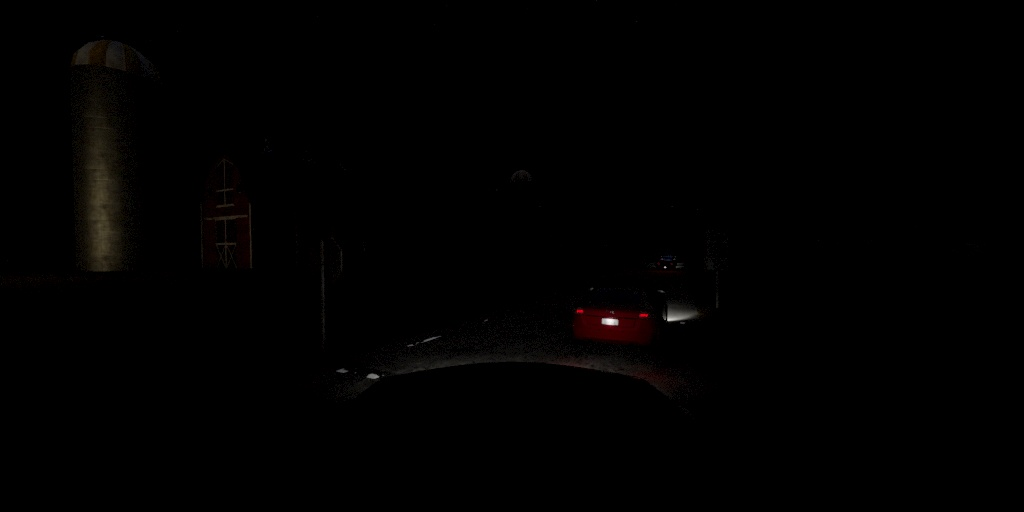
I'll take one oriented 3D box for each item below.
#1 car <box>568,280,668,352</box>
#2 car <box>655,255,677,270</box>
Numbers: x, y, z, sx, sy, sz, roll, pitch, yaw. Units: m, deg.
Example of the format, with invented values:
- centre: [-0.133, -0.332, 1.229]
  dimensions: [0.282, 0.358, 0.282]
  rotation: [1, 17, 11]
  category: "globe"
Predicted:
- centre: [2.847, 1.306, 9.141]
  dimensions: [1.994, 1.385, 4.181]
  rotation: [0, 0, 25]
  category: "car"
- centre: [16.371, 0.787, 38.094]
  dimensions: [1.895, 1.301, 4.718]
  rotation: [0, 1, 25]
  category: "car"
